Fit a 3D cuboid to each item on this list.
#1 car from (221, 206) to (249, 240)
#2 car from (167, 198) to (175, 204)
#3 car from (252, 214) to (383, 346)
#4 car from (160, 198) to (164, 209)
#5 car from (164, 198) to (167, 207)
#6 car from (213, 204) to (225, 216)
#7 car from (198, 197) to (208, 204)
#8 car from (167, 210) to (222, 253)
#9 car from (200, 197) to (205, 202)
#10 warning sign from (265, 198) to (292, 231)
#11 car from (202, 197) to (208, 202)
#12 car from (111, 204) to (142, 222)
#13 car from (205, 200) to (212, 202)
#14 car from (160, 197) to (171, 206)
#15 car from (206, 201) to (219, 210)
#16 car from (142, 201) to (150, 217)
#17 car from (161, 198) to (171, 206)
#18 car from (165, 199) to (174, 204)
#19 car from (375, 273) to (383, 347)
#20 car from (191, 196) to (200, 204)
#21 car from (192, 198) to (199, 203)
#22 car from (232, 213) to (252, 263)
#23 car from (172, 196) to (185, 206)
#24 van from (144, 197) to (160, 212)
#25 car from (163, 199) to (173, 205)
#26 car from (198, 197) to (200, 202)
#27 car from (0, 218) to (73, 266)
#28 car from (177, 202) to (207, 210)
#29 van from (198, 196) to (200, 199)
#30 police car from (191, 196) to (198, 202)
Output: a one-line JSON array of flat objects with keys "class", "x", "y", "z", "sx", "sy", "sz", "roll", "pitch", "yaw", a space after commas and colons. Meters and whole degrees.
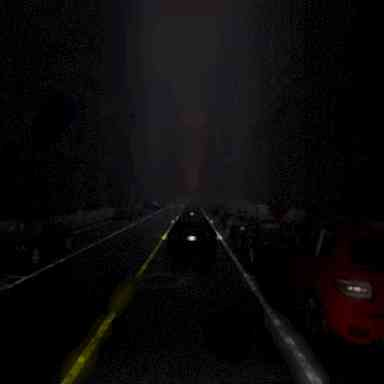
[{"class": "car", "x": 2.767, "y": 1.696, "z": 17.758, "sx": 1.752, "sy": 1.417, "sz": 4.829, "roll": 0, "pitch": -1, "yaw": 0}, {"class": "car", "x": -5.729, "y": 2.455, "z": 90.396, "sx": 1.947, "sy": 1.339, "sz": 4.313, "roll": 0, "pitch": -1, "yaw": 0}, {"class": "car", "x": 2.762, "y": 1.377, "z": 6.386, "sx": 2.192, "sy": 1.841, "sz": 5.009, "roll": 0, "pitch": -1, "yaw": 0}, {"class": "car", "x": -5.744, "y": 2.019, "z": 51.014, "sx": 1.752, "sy": 1.417, "sz": 4.829, "roll": 0, "pitch": -1, "yaw": 0}, {"class": "car", "x": -5.742, "y": 2.132, "z": 56.785, "sx": 1.802, "sy": 1.307, "sz": 4.206, "roll": 0, "pitch": -1, "yaw": 0}, {"class": "car", "x": 2.770, "y": 1.774, "z": 23.189, "sx": 2.008, "sy": 1.369, "sz": 4.403, "roll": 0, "pitch": -1, "yaw": 0}, {"class": "car", "x": 2.793, "y": 2.147, "z": 84.807, "sx": 2.192, "sy": 1.841, "sz": 5.009, "roll": 0, "pitch": -1, "yaw": 0}, {"class": "car", "x": 0.009, "y": 1.702, "z": 14.301, "sx": 1.994, "sy": 1.385, "sz": 4.181, "roll": 0, "pitch": 0, "yaw": 0}, {"class": "car", "x": 2.783, "y": 1.991, "z": 56.798, "sx": 1.967, "sy": 1.590, "sz": 4.097, "roll": 0, "pitch": -1, "yaw": 0}, {"class": "warning sign", "x": 5.078, "y": 1.303, "z": 19.542, "sx": 1.300, "sy": 1.860, "sz": 1.060, "roll": 0, "pitch": 0, "yaw": 0}, {"class": "car", "x": 2.778, "y": 1.881, "z": 45.595, "sx": 1.967, "sy": 1.590, "sz": 4.097, "roll": 0, "pitch": -1, "yaw": 0}, {"class": "car", "x": -5.753, "y": 1.858, "z": 28.777, "sx": 1.802, "sy": 1.307, "sz": 4.206, "roll": 0, "pitch": -1, "yaw": 0}, {"class": "car", "x": 2.777, "y": 1.968, "z": 39.993, "sx": 1.802, "sy": 1.307, "sz": 4.206, "roll": 0, "pitch": -1, "yaw": 0}, {"class": "car", "x": -5.740, "y": 1.920, "z": 62.390, "sx": 2.192, "sy": 1.841, "sz": 5.009, "roll": 0, "pitch": -1, "yaw": 0}, {"class": "car", "x": 2.774, "y": 1.897, "z": 34.391, "sx": 1.947, "sy": 1.339, "sz": 4.313, "roll": 0, "pitch": -1, "yaw": 0}, {"class": "car", "x": -5.751, "y": 1.912, "z": 34.378, "sx": 1.802, "sy": 1.307, "sz": 4.206, "roll": 0, "pitch": -1, "yaw": 0}, {"class": "car", "x": -5.736, "y": 2.157, "z": 73.592, "sx": 1.967, "sy": 1.590, "sz": 4.097, "roll": 0, "pitch": -1, "yaw": 0}, {"class": "car", "x": -5.731, "y": 2.397, "z": 84.795, "sx": 1.947, "sy": 1.339, "sz": 4.313, "roll": 0, "pitch": -1, "yaw": 0}, {"class": "car", "x": 2.761, "y": 1.536, "z": 0.953, "sx": 1.752, "sy": 1.417, "sz": 4.829, "roll": 0, "pitch": -1, "yaw": 0}, {"class": "car", "x": 0.889, "y": 2.100, "z": 89.573, "sx": 2.150, "sy": 2.045, "sz": 5.566, "roll": 0, "pitch": -1, "yaw": 0}, {"class": "car", "x": 0.939, "y": 2.469, "z": 95.540, "sx": 1.812, "sy": 1.442, "sz": 4.674, "roll": 0, "pitch": -1, "yaw": 0}, {"class": "car", "x": 2.765, "y": 1.660, "z": 11.986, "sx": 1.887, "sy": 1.381, "sz": 4.507, "roll": 0, "pitch": -1, "yaw": 0}, {"class": "car", "x": -2.971, "y": 2.218, "z": 71.766, "sx": 1.812, "sy": 1.442, "sz": 4.674, "roll": 0, "pitch": -1, "yaw": 0}, {"class": "van", "x": -5.747, "y": 1.781, "z": 45.584, "sx": 1.690, "sy": 1.788, "sz": 3.998, "roll": 0, "pitch": -1, "yaw": 0}, {"class": "car", "x": -5.733, "y": 2.325, "z": 79.193, "sx": 2.008, "sy": 1.369, "sz": 4.403, "roll": 0, "pitch": -1, "yaw": 0}, {"class": "car", "x": 2.787, "y": 2.189, "z": 68.171, "sx": 1.752, "sy": 1.417, "sz": 4.829, "roll": 0, "pitch": -1, "yaw": 0}, {"class": "car", "x": -5.760, "y": 1.660, "z": 11.971, "sx": 1.887, "sy": 1.381, "sz": 4.507, "roll": 0, "pitch": -1, "yaw": 0}, {"class": "car", "x": 0.013, "y": 1.826, "z": 28.995, "sx": 2.033, "sy": 1.411, "sz": 5.357, "roll": 0, "pitch": -1, "yaw": 0}, {"class": "van", "x": 2.789, "y": 2.059, "z": 73.604, "sx": 1.690, "sy": 1.788, "sz": 3.998, "roll": 0, "pitch": -1, "yaw": 0}, {"class": "police car", "x": 0.932, "y": 2.204, "z": 79.652, "sx": 1.930, "sy": 1.638, "sz": 5.238, "roll": 0, "pitch": -1, "yaw": 0}]
